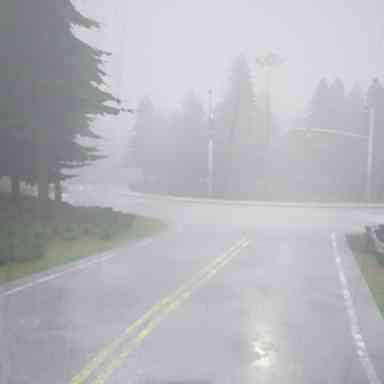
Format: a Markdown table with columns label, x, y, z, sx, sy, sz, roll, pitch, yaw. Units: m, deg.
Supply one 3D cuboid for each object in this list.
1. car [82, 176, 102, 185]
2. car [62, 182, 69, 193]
| label | x | y | z | sx | sy | sz | roll | pitch | yaw |
| --- | --- | --- | --- | --- | --- | --- | --- | --- | --- |
| car | -17.727 | -2.141 | 58.949 | 1.882 | 1.535 | 5.008 | 1 | 4 | 8 |
| car | -15.478 | -0.774 | 38.565 | 1.882 | 1.535 | 5.008 | 0 | 4 | -15 |
